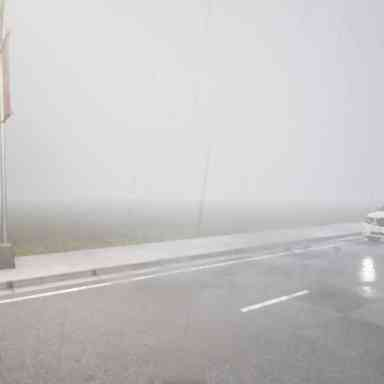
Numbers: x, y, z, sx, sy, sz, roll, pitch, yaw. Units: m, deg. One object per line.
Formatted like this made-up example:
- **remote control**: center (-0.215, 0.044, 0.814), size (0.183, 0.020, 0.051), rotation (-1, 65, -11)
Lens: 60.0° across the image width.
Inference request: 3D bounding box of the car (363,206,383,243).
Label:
- **car**: center (9.948, 1.208, 14.955), size (5.566, 2.045, 2.150), rotation (0, 0, -36)
